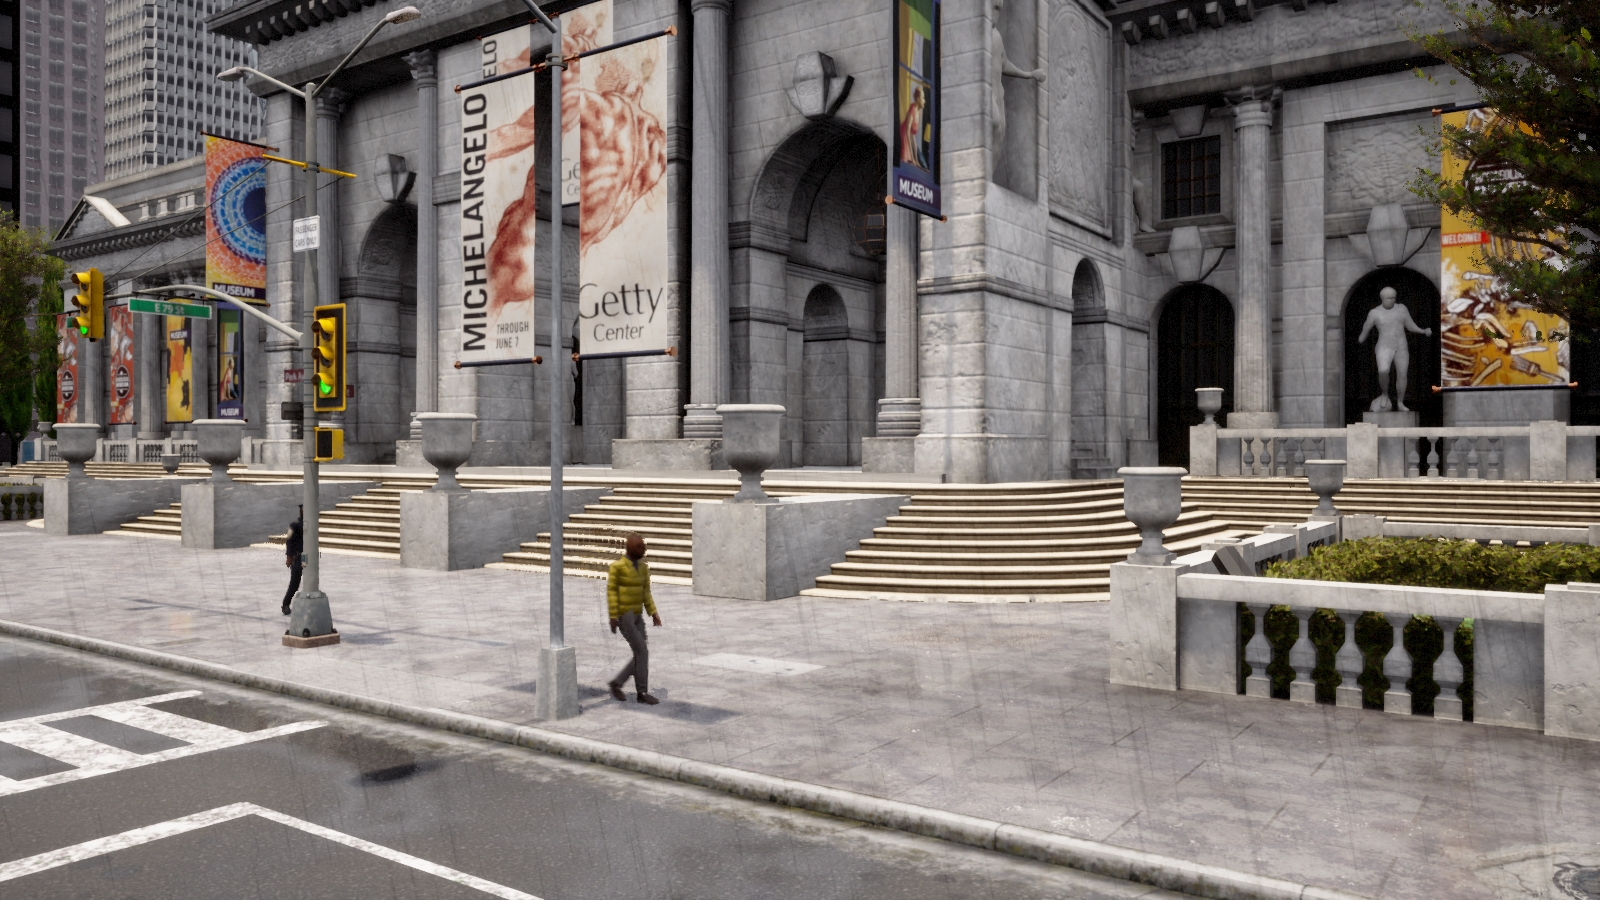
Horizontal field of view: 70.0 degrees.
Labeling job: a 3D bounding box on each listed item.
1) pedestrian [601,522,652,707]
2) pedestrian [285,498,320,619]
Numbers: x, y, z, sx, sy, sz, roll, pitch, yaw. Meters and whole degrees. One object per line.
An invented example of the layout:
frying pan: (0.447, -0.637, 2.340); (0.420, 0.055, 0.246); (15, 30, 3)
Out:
pedestrian: (-1.810, 1.693, 11.935); (0.375, 1.860, 0.375); (0, 0, 30)
pedestrian: (-7.836, 1.689, 17.993); (0.375, 1.860, 0.375); (0, 0, 37)
